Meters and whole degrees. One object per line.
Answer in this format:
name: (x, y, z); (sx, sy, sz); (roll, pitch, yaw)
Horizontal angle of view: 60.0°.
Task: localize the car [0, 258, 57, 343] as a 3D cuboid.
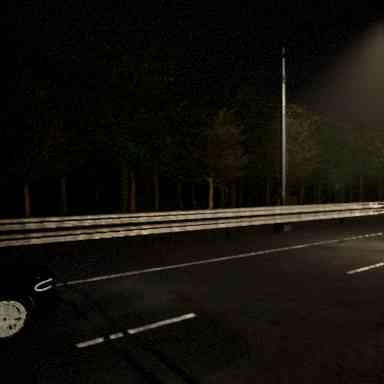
car: (-4.614, 1.483, 4.757); (5.008, 1.535, 1.882); (0, 0, -35)
